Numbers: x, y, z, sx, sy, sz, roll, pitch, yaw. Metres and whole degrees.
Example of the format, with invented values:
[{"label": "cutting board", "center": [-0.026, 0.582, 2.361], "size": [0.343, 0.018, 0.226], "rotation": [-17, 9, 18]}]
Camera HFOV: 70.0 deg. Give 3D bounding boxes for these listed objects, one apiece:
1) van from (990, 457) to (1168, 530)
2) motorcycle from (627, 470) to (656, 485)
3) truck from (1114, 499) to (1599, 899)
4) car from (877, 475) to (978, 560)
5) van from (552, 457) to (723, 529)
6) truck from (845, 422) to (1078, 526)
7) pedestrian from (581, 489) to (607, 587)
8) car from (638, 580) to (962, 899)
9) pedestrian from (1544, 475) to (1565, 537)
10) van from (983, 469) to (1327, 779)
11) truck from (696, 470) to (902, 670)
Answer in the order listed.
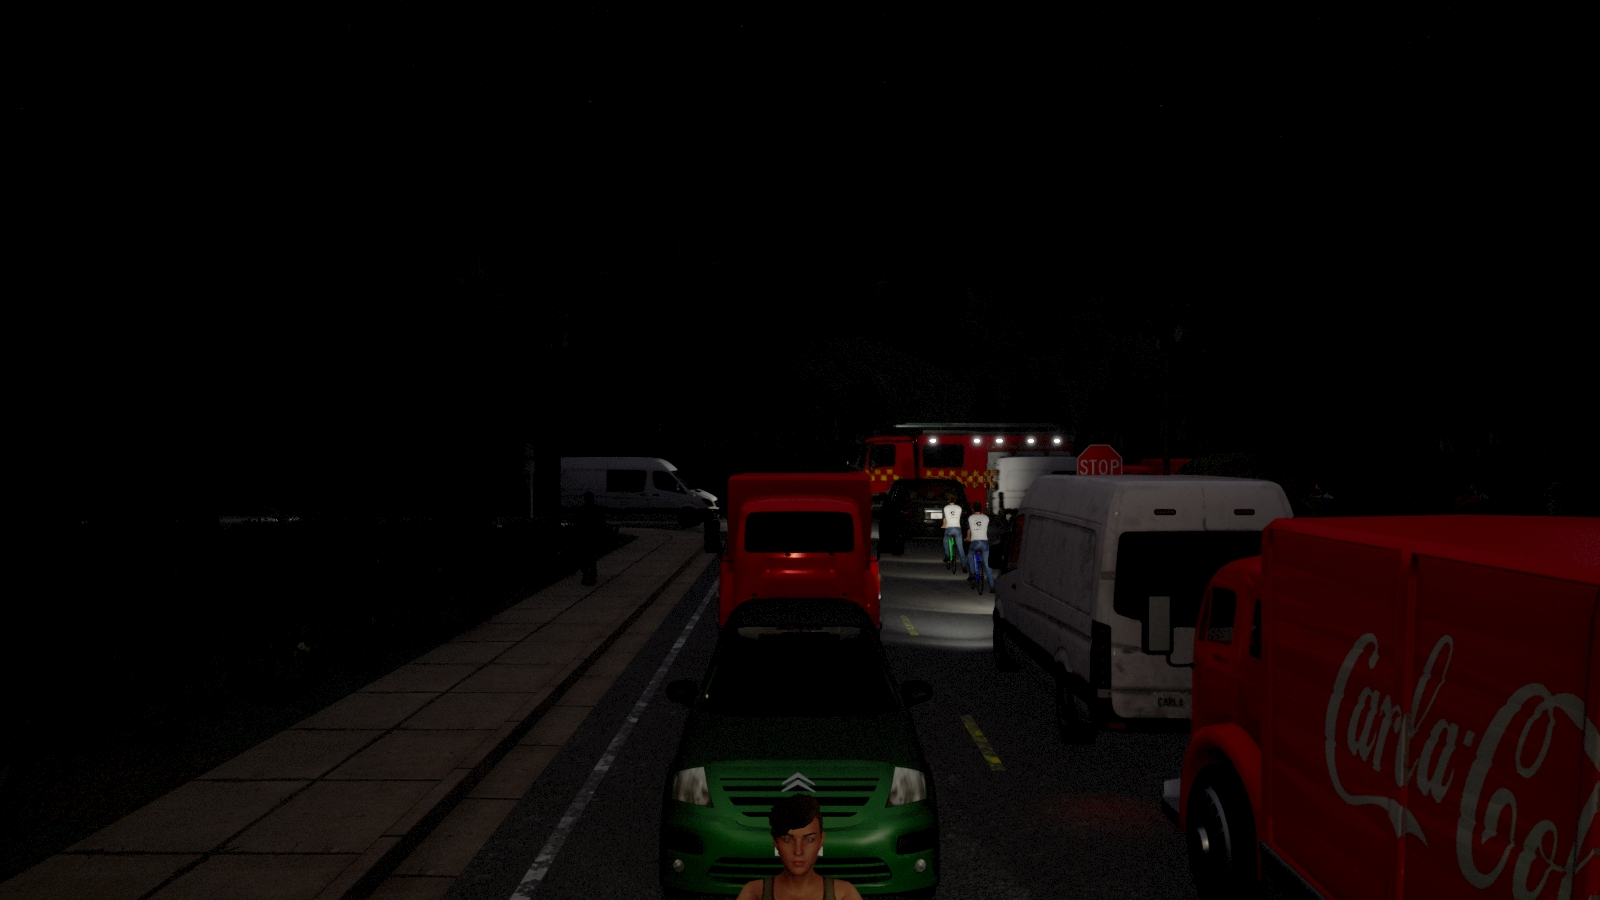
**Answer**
[{"label": "van", "center": [9.919, 1.525, 40.976], "size": [5.915, 2.561, 1.988], "rotation": [0, 0, 2]}, {"label": "motorcycle", "center": [-12.832, 2.224, 92.411], "size": [2.209, 1.251, 0.867], "rotation": [0, 0, 3]}, {"label": "truck", "center": [3.501, 1.573, 5.335], "size": [2.627, 2.467, 5.204], "rotation": [0, 0, 0]}, {"label": "car", "center": [3.475, 1.799, 32.193], "size": [2.150, 2.045, 5.566], "rotation": [0, 0, -1]}, {"label": "van", "center": [-5.872, 1.529, 41.762], "size": [5.915, 2.561, 1.988], "rotation": [0, 0, 3]}, {"label": "truck", "center": [6.116, 0.888, 44.033], "size": [8.468, 3.827, 2.891], "rotation": [0, 0, -6]}, {"label": "pedestrian", "center": [-4.020, 1.708, 22.299], "size": [0.375, 1.860, 0.375], "rotation": [0, 0, 20]}, {"label": "car", "center": [-0.002, 2.006, 8.512], "size": [1.851, 1.617, 3.988], "rotation": [0, 0, 0]}, {"label": "pedestrian", "center": [22.806, 1.687, 34.534], "size": [0.375, 1.860, 0.375], "rotation": [0, 0, -24]}, {"label": "van", "center": [3.517, 1.543, 12.749], "size": [1.988, 2.561, 5.915], "rotation": [0, 0, 0]}, {"label": "truck", "center": [-0.016, 1.578, 17.189], "size": [2.627, 2.467, 5.204], "rotation": [0, 0, 0]}]
